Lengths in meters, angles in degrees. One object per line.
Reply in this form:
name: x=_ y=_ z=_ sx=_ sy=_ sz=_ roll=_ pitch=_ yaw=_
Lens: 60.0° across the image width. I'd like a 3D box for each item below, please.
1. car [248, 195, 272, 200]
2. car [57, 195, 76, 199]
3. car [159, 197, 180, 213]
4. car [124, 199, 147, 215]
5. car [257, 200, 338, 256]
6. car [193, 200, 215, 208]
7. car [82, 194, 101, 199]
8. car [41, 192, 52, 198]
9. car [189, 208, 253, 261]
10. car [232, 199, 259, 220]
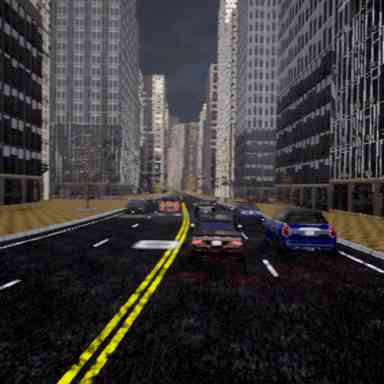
car: x=15.541 y=1.746 z=78.204 sx=5.009 sy=1.841 sz=2.192 roll=1 pitch=0 yaw=-1
car: x=-29.056 y=0.925 z=77.162 sx=4.206 sy=1.307 sz=1.802 roll=1 pitch=0 yaw=-1
car: x=-2.423 y=1.316 z=36.362 sx=2.097 sy=1.767 sz=4.553 roll=1 pitch=0 yaw=-2
car: x=-5.592 y=1.464 z=33.674 sx=2.033 sy=1.411 sz=5.357 roll=1 pitch=0 yaw=-2
car: x=4.211 y=1.430 z=13.709 sx=2.097 sy=1.767 sz=4.553 roll=1 pitch=0 yaw=3
car: x=1.134 y=1.514 z=31.177 sx=2.128 sy=1.511 sz=4.902 roll=1 pitch=0 yaw=-1
car: x=-23.372 y=1.049 z=77.246 sx=4.313 sy=1.339 sz=1.947 roll=1 pitch=0 yaw=-1
car: x=-34.737 y=0.768 z=77.118 sx=4.313 sy=1.339 sz=1.947 roll=1 pitch=0 yaw=-1
car: x=0.896 y=1.566 z=12.381 sx=2.033 sy=1.411 sz=5.357 roll=1 pitch=0 yaw=4
car: x=4.447 y=1.622 z=27.445 sx=2.033 sy=1.411 sz=5.357 roll=1 pitch=0 yaw=0
